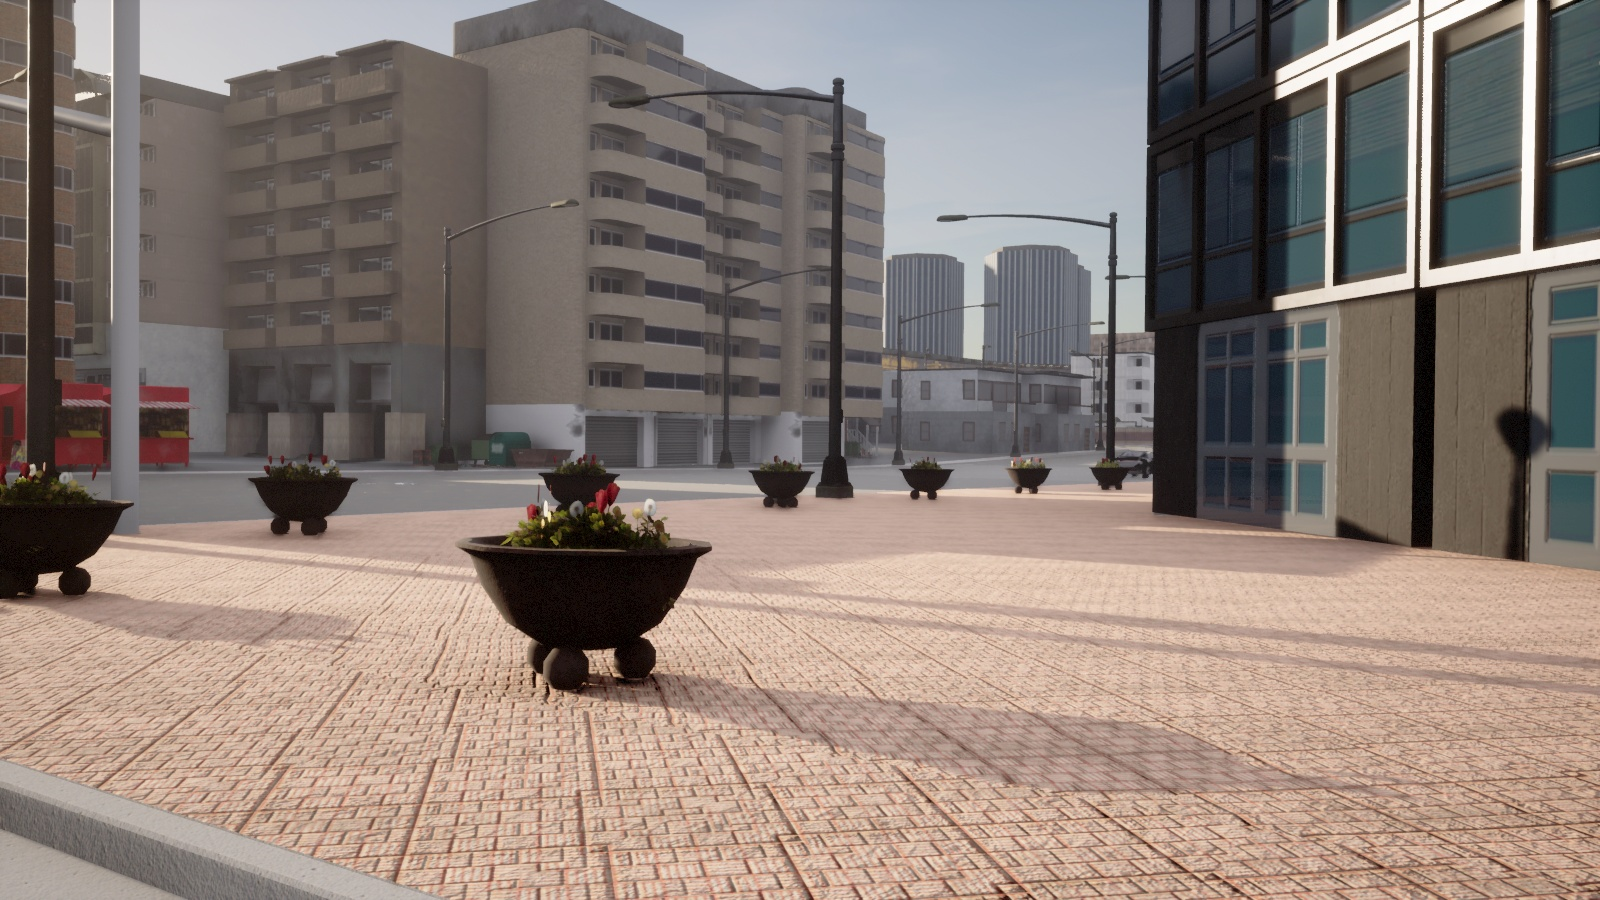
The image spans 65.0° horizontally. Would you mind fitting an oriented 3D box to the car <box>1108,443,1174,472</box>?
[{"bbox_3d":[19.023,0.416,70.000,2.128,1.511,4.902,0,1,33],"label":"car"}]
